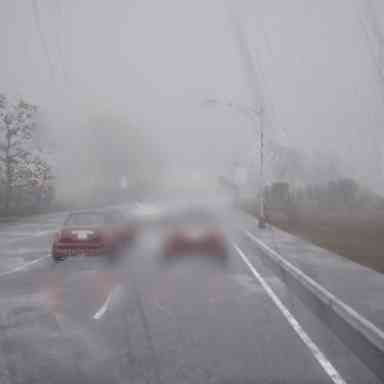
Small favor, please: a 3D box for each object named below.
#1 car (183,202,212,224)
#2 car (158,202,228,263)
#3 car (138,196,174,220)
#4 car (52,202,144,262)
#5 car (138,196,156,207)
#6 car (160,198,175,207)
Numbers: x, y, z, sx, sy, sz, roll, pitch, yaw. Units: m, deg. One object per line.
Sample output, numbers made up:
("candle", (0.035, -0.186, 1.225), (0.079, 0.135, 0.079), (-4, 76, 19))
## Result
("car", (0.537, 1.609, 27.375), (2.128, 1.511, 4.902), (0, 0, 3))
("car", (0.146, 1.405, 12.417), (2.097, 1.767, 4.553), (0, 0, 1))
("car", (-3.021, 1.335, 26.337), (2.150, 2.045, 5.566), (0, 0, 3))
("car", (-3.354, 1.404, 12.451), (2.097, 1.767, 4.553), (0, 0, 1))
("car", (-7.909, 1.600, 58.560), (2.097, 1.767, 4.553), (0, 0, 6))
("car", (-4.331, 1.815, 59.115), (1.994, 1.385, 4.181), (0, 0, 6))
